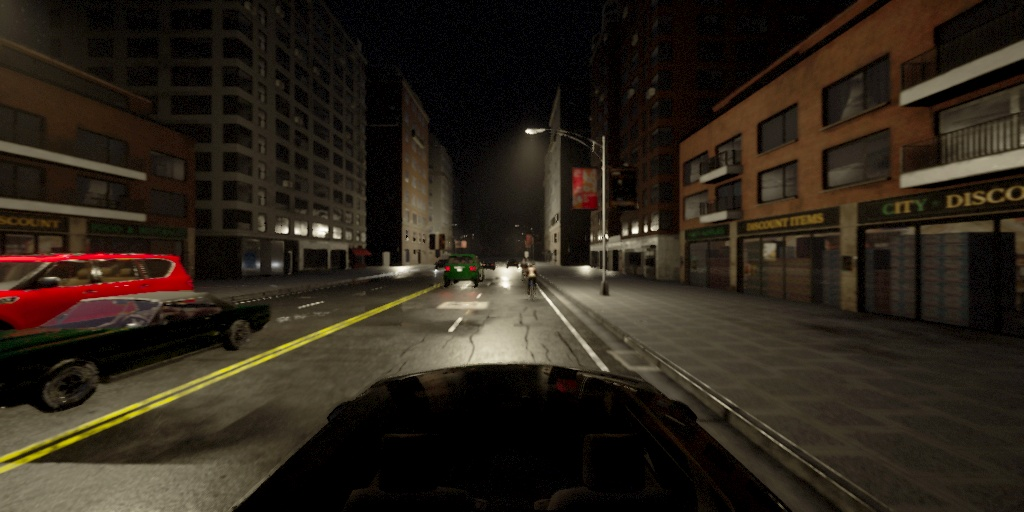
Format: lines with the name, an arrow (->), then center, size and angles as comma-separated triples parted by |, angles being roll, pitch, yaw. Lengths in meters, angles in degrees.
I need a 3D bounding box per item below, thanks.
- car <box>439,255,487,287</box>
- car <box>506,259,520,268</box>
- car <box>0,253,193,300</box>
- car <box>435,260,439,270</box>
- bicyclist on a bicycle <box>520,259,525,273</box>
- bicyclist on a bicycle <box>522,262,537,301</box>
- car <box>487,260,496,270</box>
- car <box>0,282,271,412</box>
car -> -3.151, 0.925, 24.212 | 2.150, 2.045, 5.566 | 0, 0, 0
car -> 0.090, 1.150, 55.727 | 1.837, 1.490, 4.892 | 0, 1, 0
car -> -9.850, 0.959, 7.600 | 2.150, 2.045, 5.566 | 0, 0, 0
car -> -9.817, 1.156, 51.545 | 1.837, 1.490, 4.892 | 0, 0, 0
bicyclist on a bicycle -> 0.892, 1.069, 26.881 | 0.659, 1.776, 1.843 | 0, 0, 0
bicyclist on a bicycle -> 0.893, 1.173, 16.304 | 0.582, 1.620, 1.656 | 0, 0, 0
car -> -3.151, 1.203, 49.143 | 2.033, 1.411, 5.357 | 0, 0, 0
car -> -6.599, 1.341, 6.184 | 1.895, 1.301, 4.718 | 0, 0, 0
